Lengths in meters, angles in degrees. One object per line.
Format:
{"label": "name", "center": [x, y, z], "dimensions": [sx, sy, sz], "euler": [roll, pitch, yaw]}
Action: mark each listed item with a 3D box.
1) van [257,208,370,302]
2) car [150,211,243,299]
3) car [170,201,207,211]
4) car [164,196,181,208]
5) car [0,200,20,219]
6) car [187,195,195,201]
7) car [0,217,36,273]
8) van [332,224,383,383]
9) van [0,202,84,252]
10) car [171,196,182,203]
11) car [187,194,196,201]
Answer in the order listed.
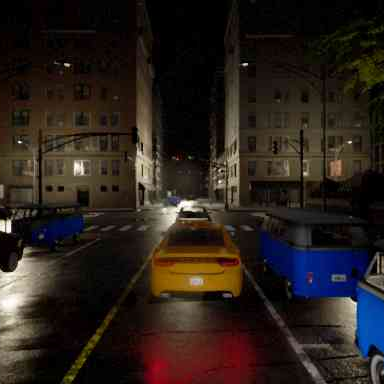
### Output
{"label": "van", "center": [2.705, 1.340, 7.952], "dimensions": [1.690, 1.788, 3.998], "euler": [0, 0, 0]}
{"label": "car", "center": [0.114, 1.477, 8.540], "dimensions": [1.882, 1.535, 5.008], "euler": [0, 0, 1]}
{"label": "car", "center": [0.075, 1.486, 17.959], "dimensions": [2.128, 1.511, 4.902], "euler": [0, 0, 0]}
{"label": "car", "center": [-3.050, 1.463, 48.917], "dimensions": [1.882, 1.535, 5.008], "euler": [0, 0, 0]}
{"label": "car", "center": [-17.901, 1.487, 28.845], "dimensions": [4.902, 1.511, 2.128], "euler": [0, 0, -1]}
{"label": "car", "center": [-0.313, 1.584, 89.208], "dimensions": [1.895, 1.301, 4.718], "euler": [0, 0, -1]}
{"label": "car", "center": [-5.822, 1.544, 7.980], "dimensions": [1.887, 1.381, 4.507], "euler": [0, 0, 0]}
{"label": "van", "center": [2.680, 1.341, 2.295], "dimensions": [1.690, 1.788, 3.998], "euler": [0, 0, 0]}
{"label": "van", "center": [-5.796, 1.338, 13.640], "dimensions": [1.690, 1.788, 3.998], "euler": [0, 0, 0]}
{"label": "car", "center": [-3.141, 1.523, 69.690], "dimensions": [2.033, 1.411, 5.357], "euler": [0, 0, -1]}
{"label": "car", "center": [-0.226, 1.340, 79.427], "dimensions": [2.097, 1.767, 4.553], "euler": [0, 0, -1]}
